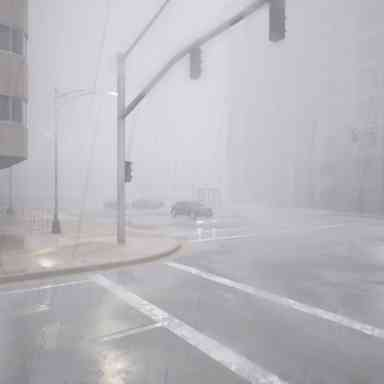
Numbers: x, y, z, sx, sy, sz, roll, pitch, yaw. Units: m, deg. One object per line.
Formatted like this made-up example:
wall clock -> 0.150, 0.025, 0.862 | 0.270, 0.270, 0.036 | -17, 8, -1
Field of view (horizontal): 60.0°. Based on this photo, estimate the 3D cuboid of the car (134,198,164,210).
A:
car -> -6.272, 1.543, 43.914 | 2.033, 1.411, 5.357 | 0, 0, -36

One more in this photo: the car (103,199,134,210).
car -> -9.650, 1.597, 42.348 | 1.895, 1.301, 4.718 | 0, 0, -36

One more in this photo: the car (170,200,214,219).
car -> -0.095, 1.501, 29.185 | 1.837, 1.490, 4.892 | 0, 0, -36
